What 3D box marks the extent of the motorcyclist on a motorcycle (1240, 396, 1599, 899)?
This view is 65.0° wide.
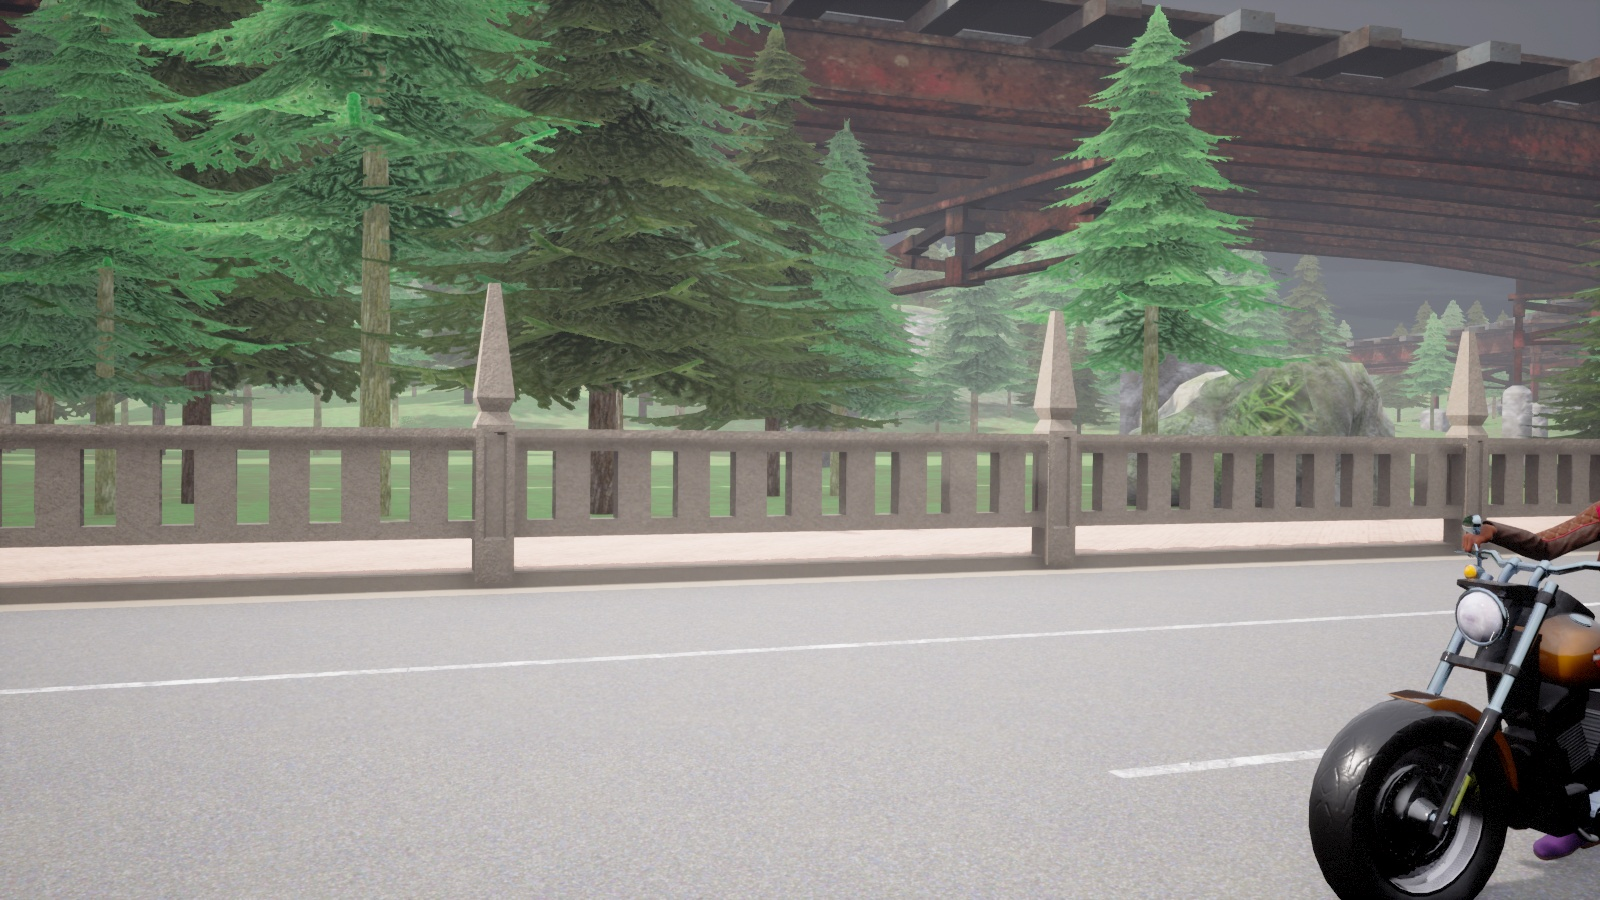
[{"bbox_3d":[2.716,0.650,4.271,2.350,1.649,0.766,-1,1,-21],"label":"motorcyclist on a motorcycle"}]
